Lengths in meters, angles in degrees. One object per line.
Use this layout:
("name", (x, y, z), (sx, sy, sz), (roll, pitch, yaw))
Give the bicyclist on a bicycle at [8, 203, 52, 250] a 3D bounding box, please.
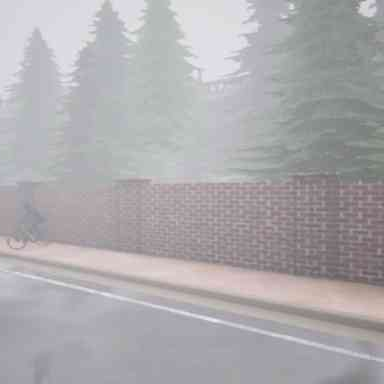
("bicyclist on a bicycle", (-5.790, 1.223, 11.978), (0.582, 1.620, 1.656), (0, 0, 33))
